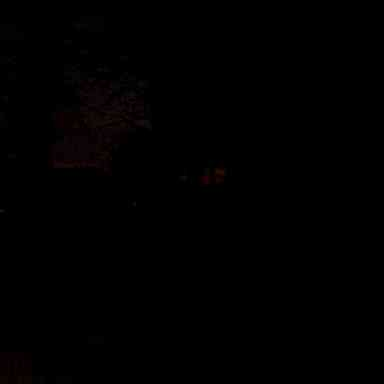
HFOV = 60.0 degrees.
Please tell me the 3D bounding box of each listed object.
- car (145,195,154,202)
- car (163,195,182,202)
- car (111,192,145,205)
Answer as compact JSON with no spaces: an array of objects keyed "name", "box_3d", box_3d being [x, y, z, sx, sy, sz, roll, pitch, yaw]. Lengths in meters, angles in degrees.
[{"name":"car","box_3d":[-8.962,1.272,63.596,1.812,1.442,4.674,1,0,27]},{"name":"car","box_3d":[-3.872,1.404,67.297,2.033,1.411,5.357,1,0,23]},{"name":"car","box_3d":[-10.671,0.988,53.931,2.150,2.045,5.566,1,1,29]}]
